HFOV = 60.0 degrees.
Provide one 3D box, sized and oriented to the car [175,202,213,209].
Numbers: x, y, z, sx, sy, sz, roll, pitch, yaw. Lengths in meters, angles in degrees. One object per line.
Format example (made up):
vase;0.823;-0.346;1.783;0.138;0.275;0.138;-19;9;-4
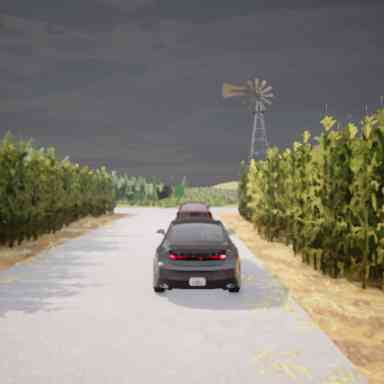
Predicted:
car;0.105;1.249;17.919;1.882;1.535;5.008;0;1;0

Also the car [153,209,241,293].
car;0.103;1.407;8.599;1.837;1.490;4.892;0;0;0
